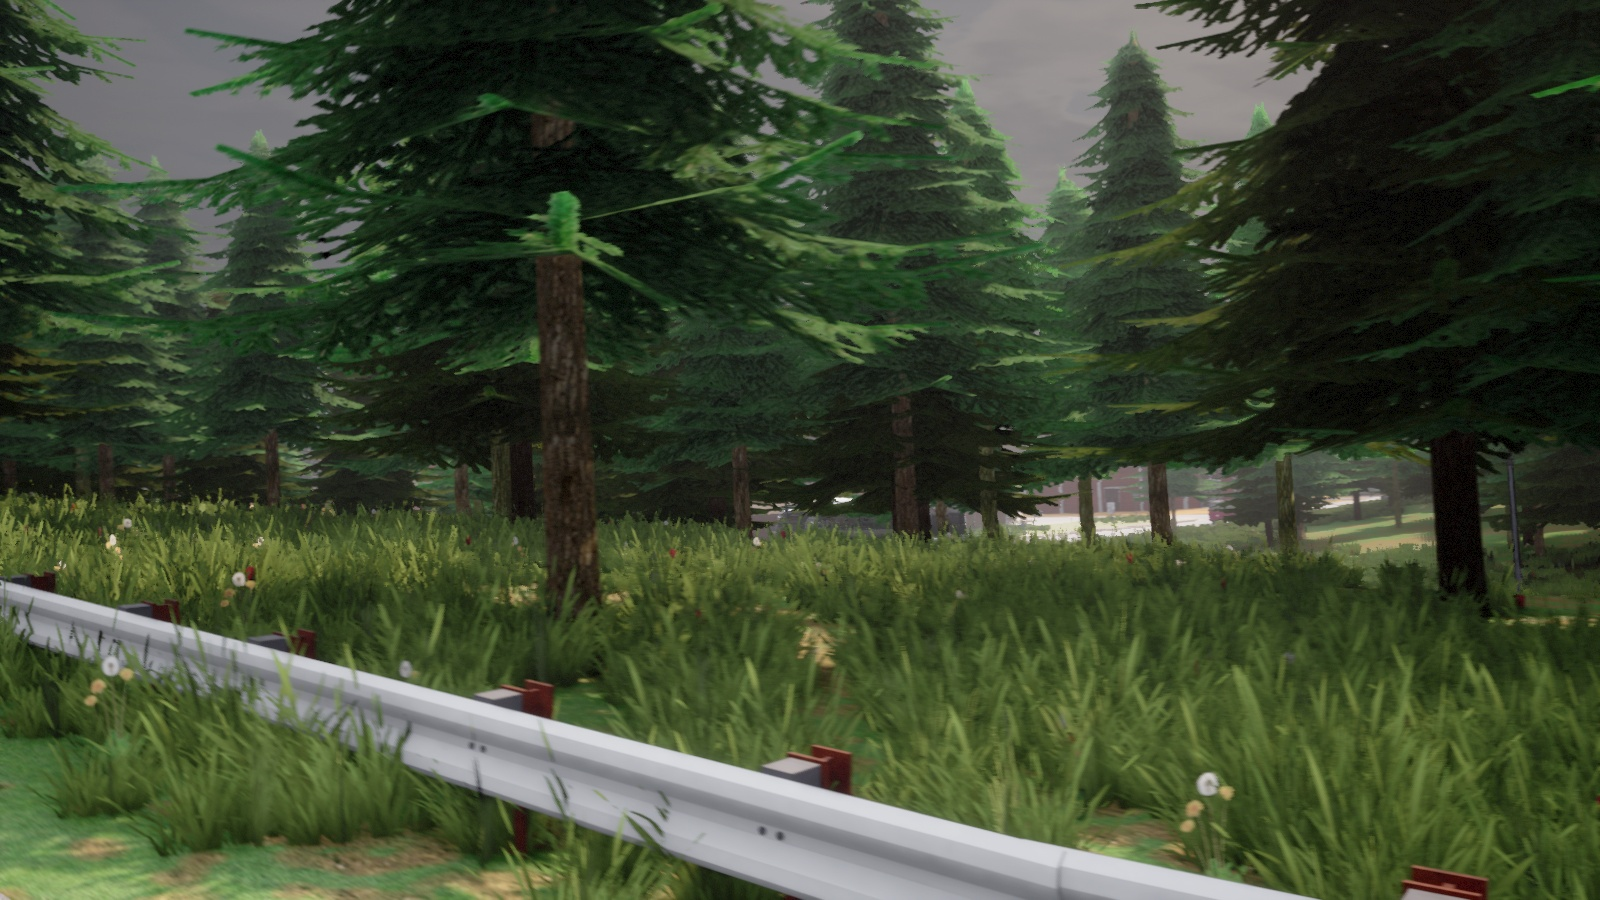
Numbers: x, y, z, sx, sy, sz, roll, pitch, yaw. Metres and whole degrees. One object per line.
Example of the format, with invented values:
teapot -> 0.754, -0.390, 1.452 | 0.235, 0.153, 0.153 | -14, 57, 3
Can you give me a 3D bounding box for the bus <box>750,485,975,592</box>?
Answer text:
bus -> 2.647, 4.187, 57.818 | 3.944, 4.253, 10.273 | -2, -4, -42
